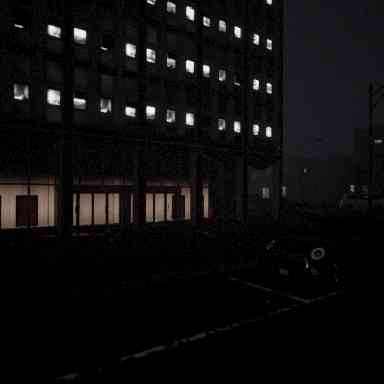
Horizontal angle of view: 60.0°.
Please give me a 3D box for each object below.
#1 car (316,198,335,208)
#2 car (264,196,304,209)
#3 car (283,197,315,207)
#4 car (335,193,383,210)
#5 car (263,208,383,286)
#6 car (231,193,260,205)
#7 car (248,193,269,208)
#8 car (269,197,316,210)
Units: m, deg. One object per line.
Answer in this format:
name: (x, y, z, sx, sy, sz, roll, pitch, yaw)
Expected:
car: (18.557, 1.447, 44.105, 1.752, 1.417, 4.829, 1, 0, -35)
car: (11.928, 1.353, 43.509, 1.882, 1.535, 5.008, 0, 0, -35)
car: (15.505, 1.481, 48.520, 1.802, 1.307, 4.206, 1, 0, -35)
car: (18.223, 1.147, 34.378, 2.150, 2.045, 5.566, 0, 0, -36)
car: (3.879, 1.441, 9.328, 4.097, 1.590, 1.967, 0, 0, -36)
car: (9.210, 1.168, 57.629, 2.192, 1.841, 5.009, 1, 0, -35)
car: (8.613, 1.168, 43.756, 2.192, 1.841, 5.009, 1, 0, -35)
car: (11.760, 1.427, 39.201, 2.008, 1.369, 4.403, 1, 0, -35)
